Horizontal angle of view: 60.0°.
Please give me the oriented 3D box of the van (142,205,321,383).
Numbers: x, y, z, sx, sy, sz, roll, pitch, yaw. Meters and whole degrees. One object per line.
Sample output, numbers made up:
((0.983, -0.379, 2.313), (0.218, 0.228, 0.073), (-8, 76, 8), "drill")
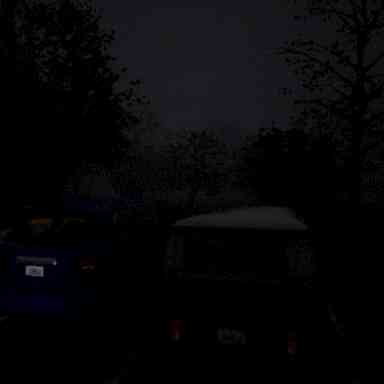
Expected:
((0.989, 1.252, 5.504), (1.878, 1.987, 4.442), (0, -1, 16), "van")

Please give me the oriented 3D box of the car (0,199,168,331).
((-1.437, 1.211, 7.141), (2.435, 2.045, 5.566), (0, -1, 15), "car")
